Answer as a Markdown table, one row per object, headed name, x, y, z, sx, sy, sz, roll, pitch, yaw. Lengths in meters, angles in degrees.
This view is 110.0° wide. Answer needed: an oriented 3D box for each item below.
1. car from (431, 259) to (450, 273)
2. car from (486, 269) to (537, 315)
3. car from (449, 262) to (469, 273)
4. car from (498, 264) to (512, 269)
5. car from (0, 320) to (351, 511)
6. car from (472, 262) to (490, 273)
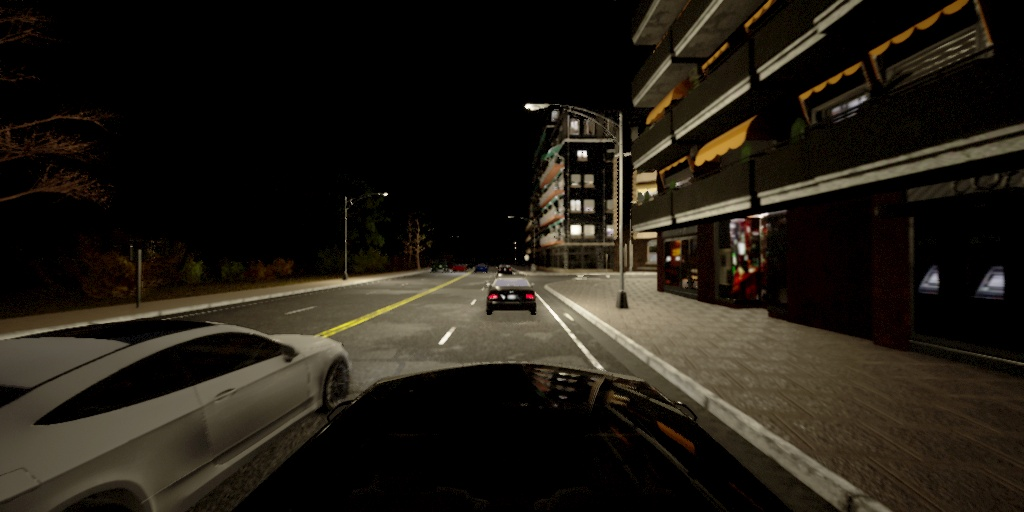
| name | x | y | z | sx | sy | sz | roll | pitch | yaw |
| --- | --- | --- | --- | --- | --- | --- | --- | --- | --- |
| car | -11.462 | 1.551 | 57.050 | 2.150 | 2.045 | 5.566 | 0 | -1 | -3 |
| car | -0.043 | 1.422 | 14.292 | 2.033 | 1.411 | 5.357 | 0 | -1 | -1 |
| car | -8.150 | 1.915 | 55.838 | 1.895 | 1.301 | 4.718 | 0 | -1 | -3 |
| car | -0.948 | 1.741 | 45.282 | 2.033 | 1.411 | 5.357 | 0 | -1 | -3 |
| car | -3.156 | 1.290 | 3.119 | 1.812 | 1.442 | 4.674 | 0 | -1 | 0 |
| car | -4.747 | 1.881 | 56.317 | 1.994 | 1.385 | 4.181 | 0 | -1 | -3 |
